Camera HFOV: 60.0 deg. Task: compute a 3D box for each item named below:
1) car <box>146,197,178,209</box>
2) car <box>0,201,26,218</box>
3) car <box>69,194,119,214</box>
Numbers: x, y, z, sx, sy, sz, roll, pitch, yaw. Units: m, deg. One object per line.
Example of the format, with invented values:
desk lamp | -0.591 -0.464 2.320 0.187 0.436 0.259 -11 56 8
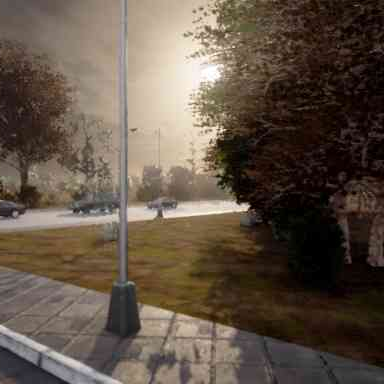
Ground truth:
car | -3.907 1.462 43.853 1.837 1.490 4.892 0 0 37
car | -16.568 1.505 27.822 1.837 1.490 4.892 0 0 39
car | -10.322 1.212 35.645 2.150 2.045 5.566 0 0 38
